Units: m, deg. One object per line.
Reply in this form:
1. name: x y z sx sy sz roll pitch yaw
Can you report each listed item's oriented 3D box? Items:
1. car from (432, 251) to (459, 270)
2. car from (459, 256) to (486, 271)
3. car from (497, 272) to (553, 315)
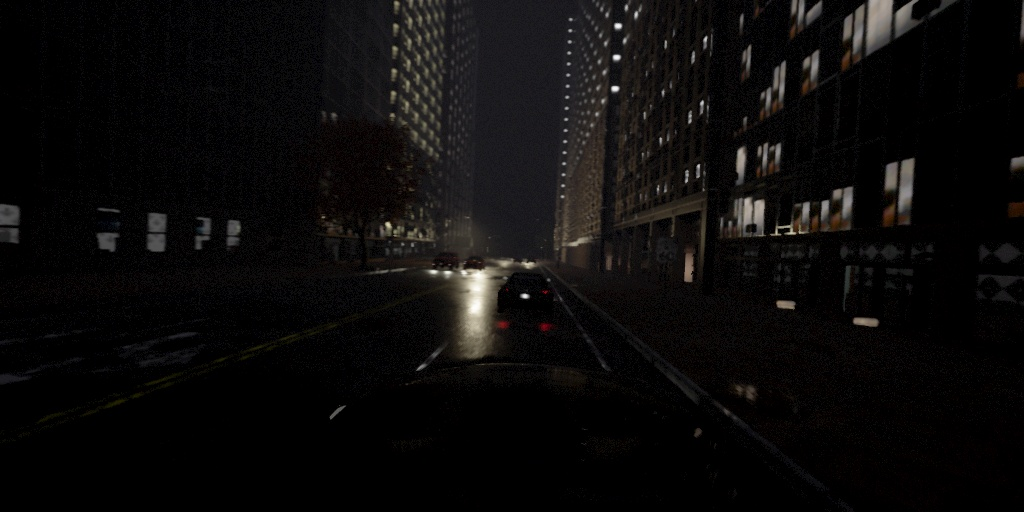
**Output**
1. car: -7.586 0.492 41.959 2.150 2.045 5.566 3 0 3
2. car: -4.347 0.769 41.835 2.097 1.767 4.553 3 0 3
3. car: 0.545 1.301 13.847 1.994 1.385 4.181 3 0 3
